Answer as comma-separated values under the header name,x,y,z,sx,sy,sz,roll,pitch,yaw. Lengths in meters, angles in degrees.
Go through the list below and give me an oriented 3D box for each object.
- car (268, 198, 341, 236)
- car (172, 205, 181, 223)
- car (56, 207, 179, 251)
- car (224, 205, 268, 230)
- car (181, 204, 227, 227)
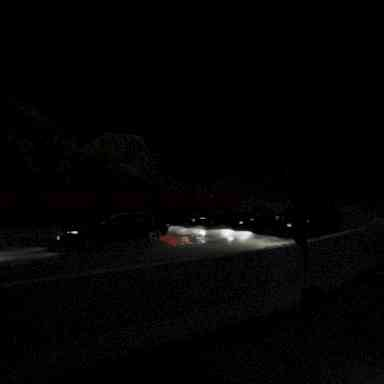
name,x,y,z,sx,sy,sz,roll,pitch,yaw
car,6.925,1.399,19.481,2.150,2.045,5.566,0,0,42
car,-0.899,1.708,26.483,1.994,1.385,4.181,0,0,42
car,-3.304,1.556,14.584,4.902,1.511,2.128,0,0,-38
car,4.330,1.692,21.829,1.994,1.385,4.181,0,0,42
car,1.715,1.662,24.156,1.837,1.490,4.892,0,0,42
